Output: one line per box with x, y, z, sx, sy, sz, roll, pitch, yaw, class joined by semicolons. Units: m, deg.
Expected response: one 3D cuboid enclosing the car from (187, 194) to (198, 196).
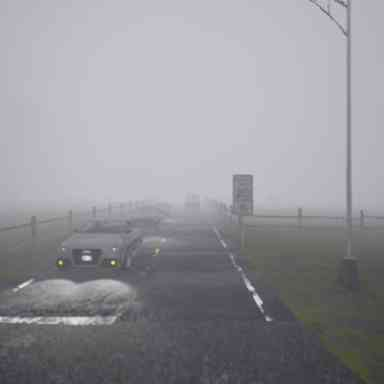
0.100;1.370;51.912;2.150;2.045;5.566;0;0;0;car

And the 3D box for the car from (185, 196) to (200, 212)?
0.079;1.593;41.459;1.882;1.535;5.008;0;0;0;car

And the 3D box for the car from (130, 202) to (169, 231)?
-2.799;1.535;21.114;1.882;1.535;5.008;0;0;1;car

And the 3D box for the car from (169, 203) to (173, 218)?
-2.768;1.634;31.476;2.033;1.411;5.357;0;0;0;car

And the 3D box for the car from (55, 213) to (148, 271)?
-2.820;1.595;10.934;1.994;1.385;4.181;0;0;0;car
